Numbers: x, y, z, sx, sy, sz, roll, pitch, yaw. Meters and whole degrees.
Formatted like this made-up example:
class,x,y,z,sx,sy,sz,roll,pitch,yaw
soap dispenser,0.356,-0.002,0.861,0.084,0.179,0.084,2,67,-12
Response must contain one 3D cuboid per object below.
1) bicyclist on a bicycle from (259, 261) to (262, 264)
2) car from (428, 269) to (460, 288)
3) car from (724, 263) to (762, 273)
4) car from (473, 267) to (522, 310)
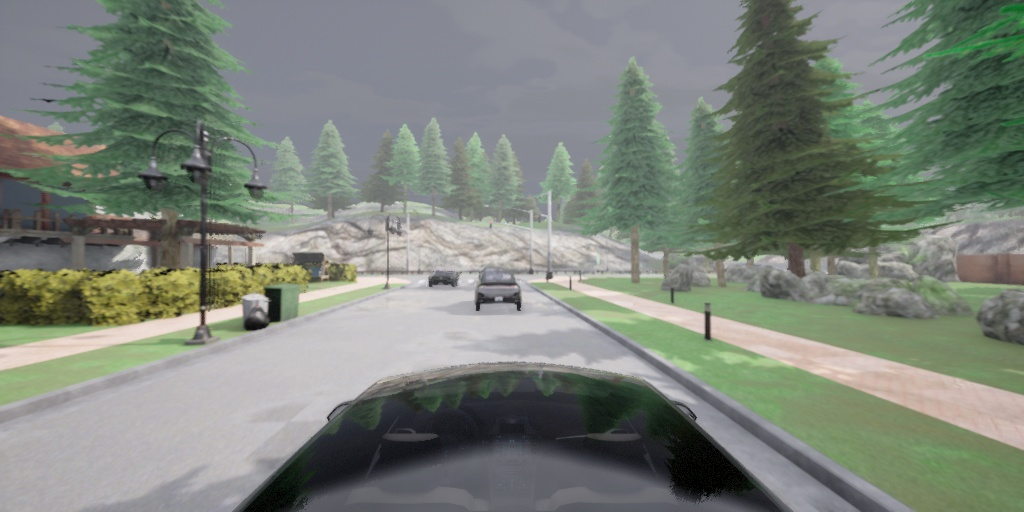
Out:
class,x,y,z,sx,sy,sz,roll,pitch,yaw
bicyclist on a bicycle,-29.690,1.446,42.404,0.582,1.620,1.656,0,1,-4
car,-4.968,1.609,26.552,1.895,1.301,4.718,0,-1,-4
car,28.234,1.563,43.083,5.357,1.411,2.033,0,-1,-4
car,-0.629,1.386,15.532,2.128,1.511,4.902,0,0,-4
